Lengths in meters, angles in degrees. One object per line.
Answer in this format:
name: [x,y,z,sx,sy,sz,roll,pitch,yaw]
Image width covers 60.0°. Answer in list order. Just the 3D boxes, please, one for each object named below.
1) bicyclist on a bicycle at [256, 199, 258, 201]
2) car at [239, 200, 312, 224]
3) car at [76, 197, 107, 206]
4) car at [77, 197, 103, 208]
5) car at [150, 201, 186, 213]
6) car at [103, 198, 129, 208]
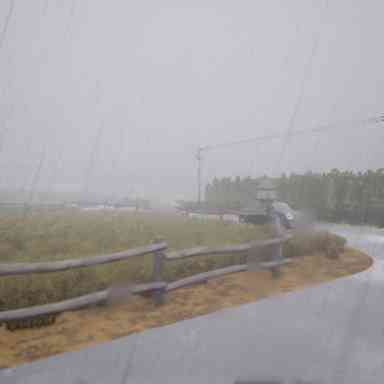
bicyclist on a bicycle: [6.010,1.444,30.336,1.656,1.620,0.582,0,0,-35]
car: [4.974,1.345,20.156,2.097,1.767,4.553,0,0,-33]
car: [-17.027,1.539,56.091,5.357,1.411,2.033,0,0,33]
car: [-15.313,1.594,49.061,1.895,1.301,4.718,0,0,-35]
car: [-2.194,1.518,30.440,1.812,1.442,4.674,0,0,-36]
car: [-10.789,1.555,48.313,1.994,1.385,4.181,0,0,-35]
